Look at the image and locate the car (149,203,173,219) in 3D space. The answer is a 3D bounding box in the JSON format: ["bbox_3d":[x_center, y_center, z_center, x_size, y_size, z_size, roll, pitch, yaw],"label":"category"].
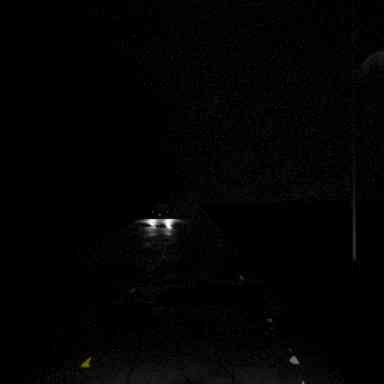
[{"bbox_3d":[-2.878,1.752,31.791,1.812,1.442,4.674,0,-1,0],"label":"car"}]
